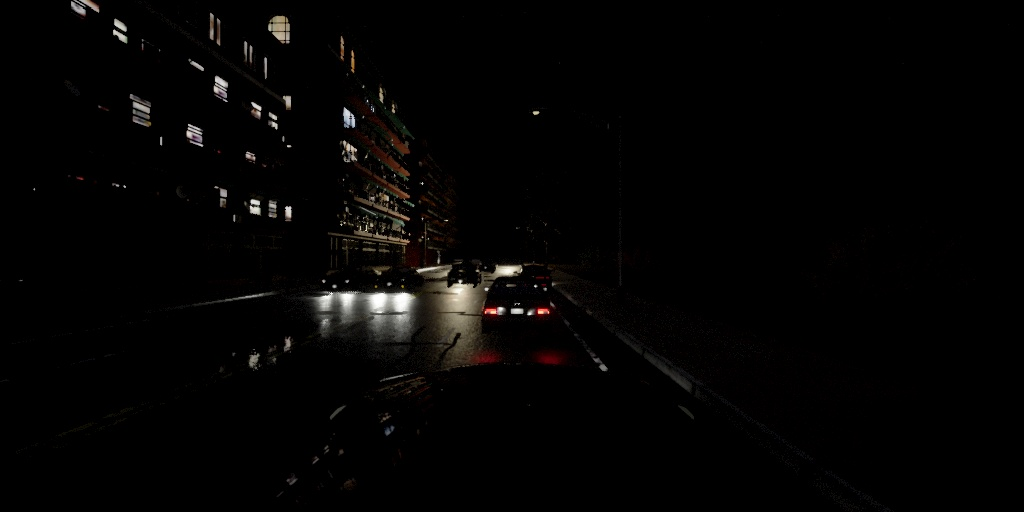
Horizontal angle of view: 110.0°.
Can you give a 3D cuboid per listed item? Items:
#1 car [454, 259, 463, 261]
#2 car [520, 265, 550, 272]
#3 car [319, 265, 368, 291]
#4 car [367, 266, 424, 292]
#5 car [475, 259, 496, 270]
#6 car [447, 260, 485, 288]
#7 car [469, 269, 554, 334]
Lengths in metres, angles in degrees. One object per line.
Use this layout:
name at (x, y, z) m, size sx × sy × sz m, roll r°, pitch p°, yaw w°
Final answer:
car at (-9.682, 1.240, 64.540) m, size 2.128 × 1.511 × 4.902 m, roll 0°, pitch 0°, yaw 1°
car at (1.172, 1.257, 20.314) m, size 1.837 × 1.490 × 4.892 m, roll 0°, pitch 0°, yaw 0°
car at (-9.814, 1.299, 22.476) m, size 2.033 × 1.411 × 5.357 m, roll 0°, pitch 0°, yaw 0°
car at (-6.564, 1.316, 21.162) m, size 1.994 × 1.385 × 4.181 m, roll 0°, pitch 0°, yaw 0°
car at (-3.068, 1.314, 43.832) m, size 1.994 × 1.385 × 4.181 m, roll 0°, pitch 0°, yaw 0°
car at (-3.110, 1.258, 24.030) m, size 1.837 × 1.490 × 4.892 m, roll 0°, pitch 0°, yaw 0°
car at (0.117, 1.299, 10.626) m, size 2.033 × 1.411 × 5.357 m, roll 0°, pitch 0°, yaw 0°
